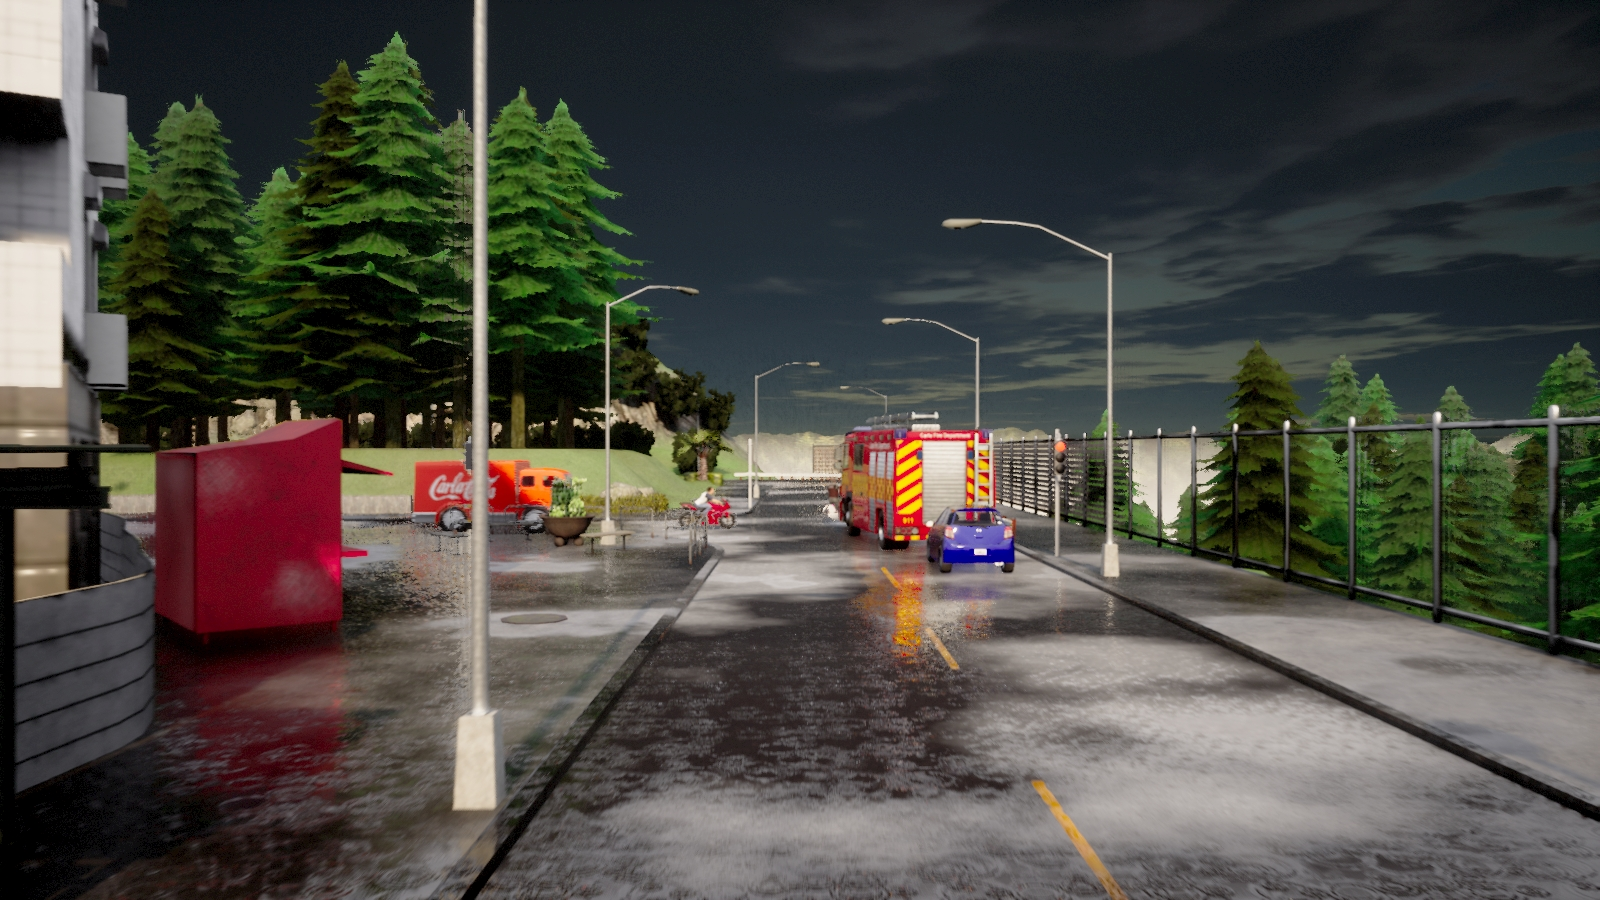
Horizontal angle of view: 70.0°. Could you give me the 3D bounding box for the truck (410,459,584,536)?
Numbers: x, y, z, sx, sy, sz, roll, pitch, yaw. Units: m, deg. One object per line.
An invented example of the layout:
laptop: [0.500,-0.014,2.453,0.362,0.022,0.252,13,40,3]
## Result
truck: [-10.173,1.570,38.705,5.204,2.467,2.627,0,0,0]

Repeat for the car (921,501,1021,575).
car: [4.000,2.038,27.212,1.845,1.501,3.633,0,0,0]

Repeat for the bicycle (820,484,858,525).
bicycle: [1.481,2.060,43.142,0.329,1.471,1.835,-3,-2,40]

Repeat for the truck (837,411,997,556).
truck: [3.268,0.890,34.720,2.891,3.827,8.468,0,0,-8]

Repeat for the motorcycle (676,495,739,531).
motorcycle: [-3.214,2.186,39.742,2.033,1.199,0.803,0,-2,-18]
